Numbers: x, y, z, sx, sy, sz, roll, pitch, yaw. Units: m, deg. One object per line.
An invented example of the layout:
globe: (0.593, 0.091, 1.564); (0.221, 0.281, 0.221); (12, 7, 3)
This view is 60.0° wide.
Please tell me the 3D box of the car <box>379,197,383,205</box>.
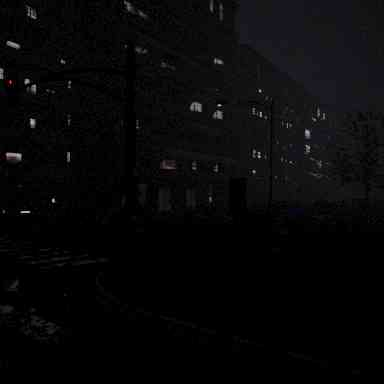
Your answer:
car: (47.147, 2.150, 81.000); (2.192, 1.841, 5.009); (1, 0, 36)

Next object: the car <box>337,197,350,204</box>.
car: (37.122, 2.093, 81.537); (1.967, 1.590, 4.097); (1, 0, 36)

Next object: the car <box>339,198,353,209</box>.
car: (24.116, 2.064, 54.210); (2.033, 1.411, 5.357); (1, 0, 37)

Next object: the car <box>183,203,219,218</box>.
car: (0.945, 1.712, 32.587); (1.887, 1.381, 4.507); (1, 0, 36)

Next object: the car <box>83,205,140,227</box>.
car: (-5.633, 1.626, 23.688); (2.008, 1.369, 4.403); (1, 0, 36)

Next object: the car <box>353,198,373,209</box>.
car: (27.414, 1.891, 54.300); (2.192, 1.841, 5.009); (1, 0, 36)

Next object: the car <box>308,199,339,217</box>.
car: (14.258, 1.837, 36.501); (1.967, 1.590, 4.097); (1, 0, 36)

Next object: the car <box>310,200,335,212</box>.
car: (18.139, 1.913, 46.098); (1.882, 1.535, 5.008); (1, 0, 36)

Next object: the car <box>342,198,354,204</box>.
car: (40.309, 2.220, 85.849); (1.752, 1.417, 4.829); (1, 0, 36)

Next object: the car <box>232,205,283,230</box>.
car: (4.390, 1.827, 23.150); (1.947, 1.339, 4.313); (1, 0, 36)

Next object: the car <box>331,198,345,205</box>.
car: (33.832, 2.176, 77.086); (1.947, 1.339, 4.313); (1, 0, 36)

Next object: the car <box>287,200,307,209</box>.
car: (17.388, 1.974, 54.837); (1.802, 1.307, 4.206); (1, 0, 36)

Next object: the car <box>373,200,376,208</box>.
car: (30.699, 2.202, 58.749); (1.802, 1.307, 4.206); (1, 0, 36)

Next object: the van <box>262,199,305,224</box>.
van: (7.681, 1.647, 27.600); (1.690, 1.788, 3.998); (1, 0, 36)

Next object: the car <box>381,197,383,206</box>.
car: (37.277, 2.251, 67.649); (1.887, 1.381, 4.507); (1, 0, 36)

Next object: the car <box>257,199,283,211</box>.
car: (10.812, 1.743, 45.937); (1.967, 1.590, 4.097); (1, 0, 36)

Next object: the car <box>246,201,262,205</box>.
car: (7.522, 1.840, 41.487); (1.802, 1.307, 4.206); (1, 0, 36)

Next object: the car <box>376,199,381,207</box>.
car: (33.989, 2.104, 63.200); (1.967, 1.590, 4.097); (1, 0, 36)
